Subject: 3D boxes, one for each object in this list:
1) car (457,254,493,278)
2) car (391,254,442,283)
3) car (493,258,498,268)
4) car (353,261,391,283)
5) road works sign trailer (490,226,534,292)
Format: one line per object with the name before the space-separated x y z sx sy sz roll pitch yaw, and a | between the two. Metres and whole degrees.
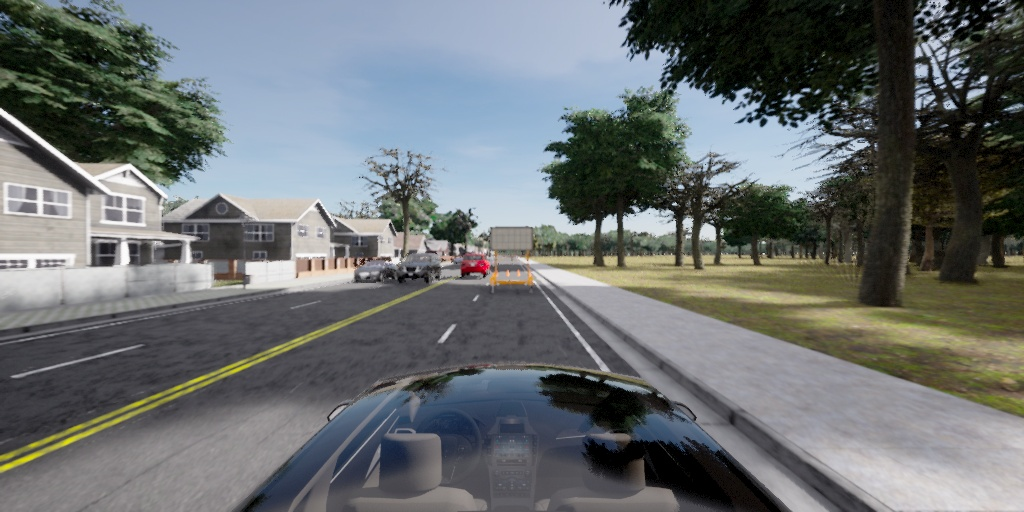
car | -3.156 0.804 31.557 2.150 2.045 5.566 0 0 0
car | -6.602 0.833 26.109 2.150 2.045 5.566 0 0 0
car | -3.160 1.003 51.675 1.812 1.442 4.674 0 0 0
car | -9.851 1.100 26.256 2.128 1.511 4.902 0 0 0
road works sign trailer | -0.004 0.106 20.072 2.380 3.560 2.880 0 0 0
